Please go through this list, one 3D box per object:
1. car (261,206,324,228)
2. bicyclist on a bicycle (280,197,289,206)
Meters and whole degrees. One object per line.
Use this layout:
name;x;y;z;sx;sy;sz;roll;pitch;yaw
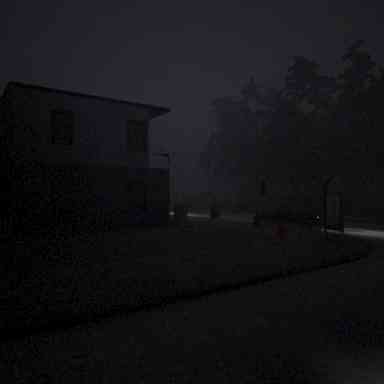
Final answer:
car;6.944;1.601;22.202;1.895;1.301;4.718;0;0;-36
bicyclist on a bicycle;9.320;1.349;33.312;1.656;1.620;0.582;0;0;-36
